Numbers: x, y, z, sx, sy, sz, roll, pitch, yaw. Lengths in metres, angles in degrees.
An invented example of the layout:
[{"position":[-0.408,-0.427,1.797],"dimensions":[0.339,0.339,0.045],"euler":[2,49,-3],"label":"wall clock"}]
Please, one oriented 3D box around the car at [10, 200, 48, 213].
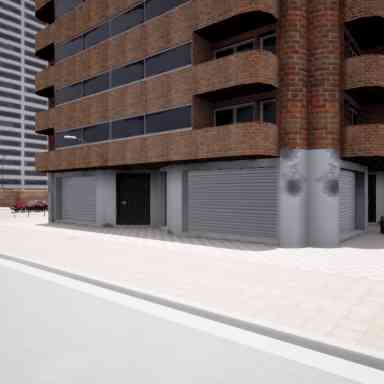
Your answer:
[{"position":[-17.894,1.601,37.672],"dimensions":[1.895,1.301,4.718],"euler":[0,0,39],"label":"car"}]
